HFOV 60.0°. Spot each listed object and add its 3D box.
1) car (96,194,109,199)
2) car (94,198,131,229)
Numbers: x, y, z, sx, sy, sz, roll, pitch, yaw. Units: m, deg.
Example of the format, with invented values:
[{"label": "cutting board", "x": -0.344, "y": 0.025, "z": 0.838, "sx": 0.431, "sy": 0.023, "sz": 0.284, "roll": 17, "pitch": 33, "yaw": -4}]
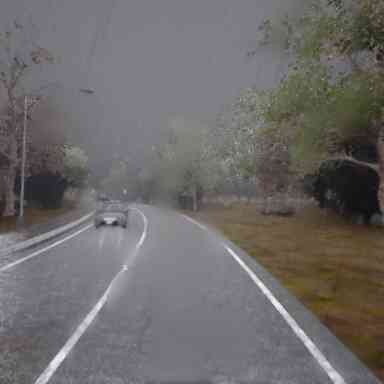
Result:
[{"label": "car", "x": -16.326, "y": 1.088, "z": 60.584, "sx": 2.033, "sy": 1.411, "sz": 5.357, "roll": 2, "pitch": 0, "yaw": -24}, {"label": "car", "x": -4.819, "y": 1.384, "z": 20.583, "sx": 2.128, "sy": 1.511, "sz": 4.902, "roll": 1, "pitch": 0, "yaw": -7}]
